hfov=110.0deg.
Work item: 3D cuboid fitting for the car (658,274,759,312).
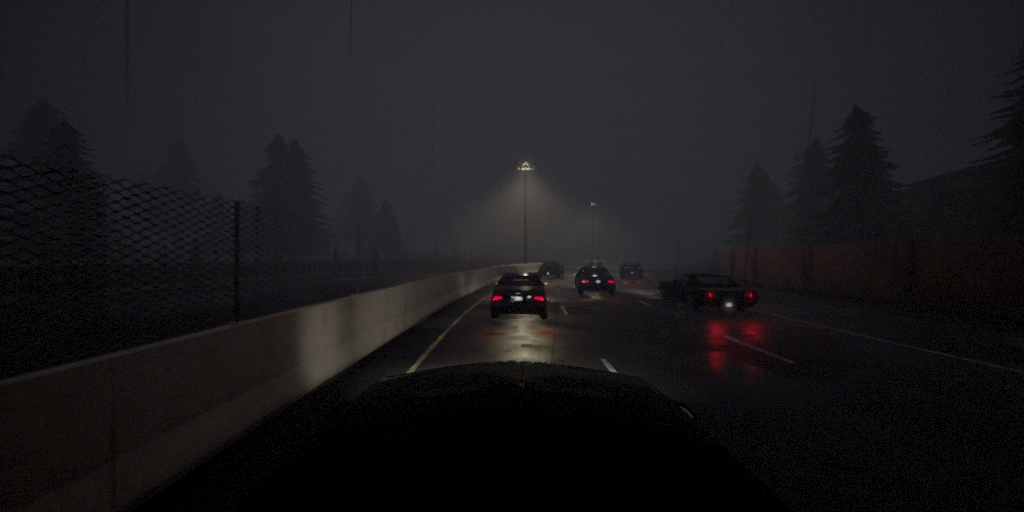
[{"bbox_3d":[7.439,1.340,14.233,1.895,1.301,4.718,0,0,4],"label":"car"}]

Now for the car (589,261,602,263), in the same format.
[{"bbox_3d":[9.010,1.266,38.552,2.033,1.411,5.357,0,0,19],"label":"car"}]

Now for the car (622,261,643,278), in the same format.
[{"bbox_3d":[10.922,1.215,32.973,2.128,1.511,4.902,0,0,16],"label":"car"}]

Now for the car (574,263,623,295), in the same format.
[{"bbox_3d":[4.480,1.282,19.768,2.033,1.411,5.357,0,0,8],"label":"car"}]

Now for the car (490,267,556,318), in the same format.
[{"bbox_3d":[0.326,1.288,12.953,2.033,1.411,5.357,0,0,3],"label":"car"}]

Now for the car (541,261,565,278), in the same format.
[{"bbox_3d":[3.739,1.228,33.266,1.837,1.490,4.892,0,0,15],"label":"car"}]
